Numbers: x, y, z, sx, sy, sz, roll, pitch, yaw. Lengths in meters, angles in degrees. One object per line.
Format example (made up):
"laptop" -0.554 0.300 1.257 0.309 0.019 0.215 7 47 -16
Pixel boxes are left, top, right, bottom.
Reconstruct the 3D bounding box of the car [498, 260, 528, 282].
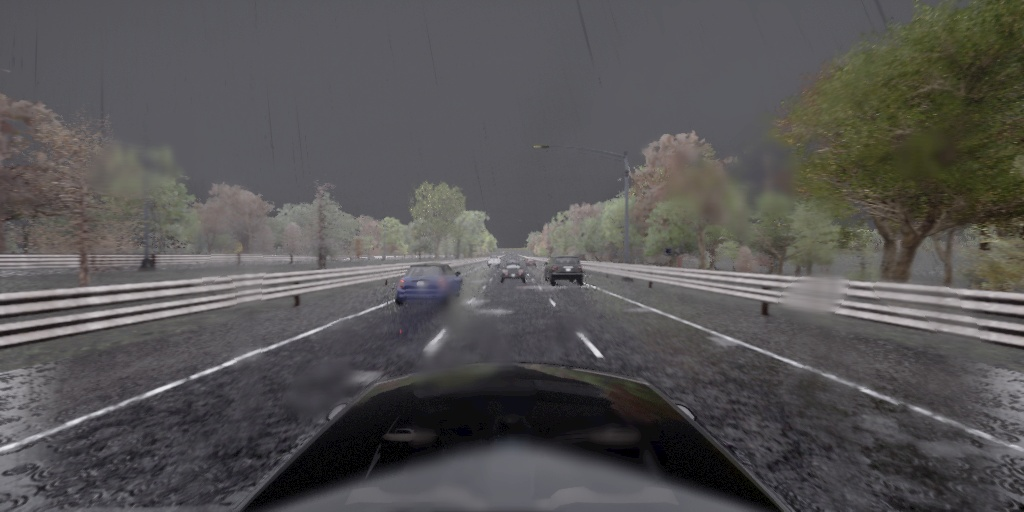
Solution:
"car" 0.089 1.264 28.707 1.812 1.442 4.674 0 0 0

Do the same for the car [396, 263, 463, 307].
"car" -3.405 1.096 15.666 2.097 1.767 4.553 0 0 0

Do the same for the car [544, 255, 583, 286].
"car" 3.593 0.962 25.547 2.150 2.045 5.566 0 0 0
